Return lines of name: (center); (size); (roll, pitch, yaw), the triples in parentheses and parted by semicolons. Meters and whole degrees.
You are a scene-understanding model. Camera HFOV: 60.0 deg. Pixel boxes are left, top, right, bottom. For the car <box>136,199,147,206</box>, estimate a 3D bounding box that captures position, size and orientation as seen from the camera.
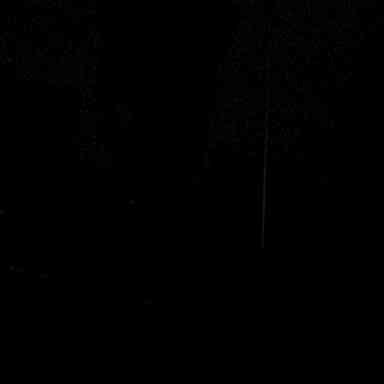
car: (-9.599, 2.032, 62.385); (1.895, 1.301, 4.718); (2, -2, 20)
